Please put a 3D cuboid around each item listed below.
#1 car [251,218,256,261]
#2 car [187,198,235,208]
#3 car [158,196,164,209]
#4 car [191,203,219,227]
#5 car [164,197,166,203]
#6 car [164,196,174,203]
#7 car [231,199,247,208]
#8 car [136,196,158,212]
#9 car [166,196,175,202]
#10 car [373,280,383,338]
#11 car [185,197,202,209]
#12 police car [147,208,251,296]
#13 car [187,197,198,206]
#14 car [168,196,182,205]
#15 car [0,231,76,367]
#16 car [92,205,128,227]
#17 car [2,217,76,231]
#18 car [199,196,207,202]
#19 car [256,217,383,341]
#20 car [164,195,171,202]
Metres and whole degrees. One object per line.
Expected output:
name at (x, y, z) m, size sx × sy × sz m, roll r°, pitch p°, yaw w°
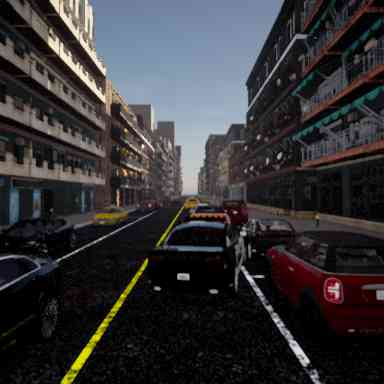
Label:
car at (2.714, 1.597, 12.199) m, size 2.008 × 1.369 × 4.403 m, roll 0°, pitch 0°, yaw 0°
car at (0.933, 1.420, 18.671) m, size 2.097 × 1.767 × 4.553 m, roll 0°, pitch 0°, yaw 0°
car at (-5.605, 1.478, 46.038) m, size 2.192 × 1.841 × 5.009 m, roll 0°, pitch 0°, yaw 0°
car at (0.867, 1.616, 24.692) m, size 1.812 × 1.442 × 4.674 m, roll 0°, pitch 0°, yaw 0°
car at (-5.597, 1.764, 51.674) m, size 1.802 × 1.307 × 4.206 m, roll 0°, pitch 0°, yaw 0°
car at (-5.545, 1.715, 79.855) m, size 1.967 × 1.590 × 4.097 m, roll 0°, pitch 0°, yaw 0°
car at (2.735, 1.401, 23.473) m, size 2.192 × 1.841 × 5.009 m, roll 0°, pitch 0°, yaw 0°
car at (-5.616, 1.584, 40.401) m, size 1.967 × 1.590 × 4.097 m, roll 0°, pitch 0°, yaw 0°
car at (-5.535, 1.838, 85.492) m, size 1.887 × 1.381 × 4.507 m, roll 0°, pitch 0°, yaw 0°
car at (2.693, 1.549, 0.927) m, size 1.887 × 1.381 × 4.507 m, roll 0°, pitch 0°, yaw 0°
car at (0.086, 1.639, 45.449) m, size 1.882 × 1.535 × 5.008 m, roll 0°, pitch 0°, yaw 0°
police car at (0.404, 1.456, 9.039) m, size 1.930 × 1.638 × 5.238 m, roll -1°, pitch 0°, yaw 13°
car at (0.108, 1.688, 60.079) m, size 1.882 × 1.535 × 5.008 m, roll 0°, pitch 0°, yaw 0°
car at (-2.887, 1.820, 62.768) m, size 1.895 × 1.301 × 4.718 m, roll 0°, pitch 0°, yaw 0°
car at (-3.094, 1.506, 3.706) m, size 2.128 × 1.511 × 4.902 m, roll 0°, pitch 0°, yaw 0°
car at (-5.647, 1.611, 23.321) m, size 1.752 × 1.417 × 4.829 m, roll 0°, pitch 0°, yaw 0°
car at (-5.668, 1.612, 12.217) m, size 1.947 × 1.339 × 4.313 m, roll 0°, pitch 0°, yaw 0°
car at (2.846, 1.838, 85.472) m, size 1.887 × 1.381 × 4.507 m, roll 0°, pitch 0°, yaw 0°
car at (2.703, 1.465, 6.564) m, size 1.967 × 1.590 × 4.097 m, roll 0°, pitch 0°, yaw 0°
car at (-5.554, 1.572, 74.220) m, size 2.192 × 1.841 × 5.009 m, roll 0°, pitch 0°, yaw 0°
